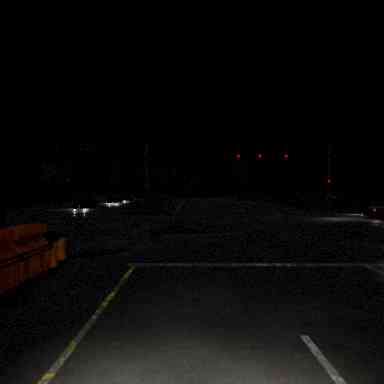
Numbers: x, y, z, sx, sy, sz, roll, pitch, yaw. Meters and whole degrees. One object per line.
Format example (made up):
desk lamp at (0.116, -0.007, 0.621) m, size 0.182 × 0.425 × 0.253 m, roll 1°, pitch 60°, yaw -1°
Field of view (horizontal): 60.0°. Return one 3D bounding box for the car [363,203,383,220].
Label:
car at (16.322, 1.398, 26.584) m, size 5.008 × 1.535 × 1.882 m, roll 0°, pitch 0°, yaw -1°

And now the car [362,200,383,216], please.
car at (18.950, 1.447, 30.729) m, size 5.357 × 1.411 × 2.033 m, roll 0°, pitch 0°, yaw 11°

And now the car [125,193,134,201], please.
car at (-14.282, 1.309, 75.464) m, size 1.895 × 1.301 × 4.718 m, roll 0°, pitch 0°, yaw -3°

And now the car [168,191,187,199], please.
car at (-4.268, 0.850, 95.397) m, size 2.150 × 2.045 × 5.566 m, roll 0°, pitch 0°, yaw -22°

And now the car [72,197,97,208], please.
car at (-14.092, 1.389, 44.209) m, size 2.033 × 1.411 × 5.357 m, roll 0°, pitch 0°, yaw 0°

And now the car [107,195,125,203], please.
car at (-14.055, 1.338, 60.641) m, size 1.994 × 1.385 × 4.181 m, roll 0°, pitch 0°, yaw 0°

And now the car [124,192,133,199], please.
car at (-17.229, 1.009, 90.100) m, size 2.097 × 1.767 × 4.553 m, roll 0°, pitch 0°, yaw -18°
